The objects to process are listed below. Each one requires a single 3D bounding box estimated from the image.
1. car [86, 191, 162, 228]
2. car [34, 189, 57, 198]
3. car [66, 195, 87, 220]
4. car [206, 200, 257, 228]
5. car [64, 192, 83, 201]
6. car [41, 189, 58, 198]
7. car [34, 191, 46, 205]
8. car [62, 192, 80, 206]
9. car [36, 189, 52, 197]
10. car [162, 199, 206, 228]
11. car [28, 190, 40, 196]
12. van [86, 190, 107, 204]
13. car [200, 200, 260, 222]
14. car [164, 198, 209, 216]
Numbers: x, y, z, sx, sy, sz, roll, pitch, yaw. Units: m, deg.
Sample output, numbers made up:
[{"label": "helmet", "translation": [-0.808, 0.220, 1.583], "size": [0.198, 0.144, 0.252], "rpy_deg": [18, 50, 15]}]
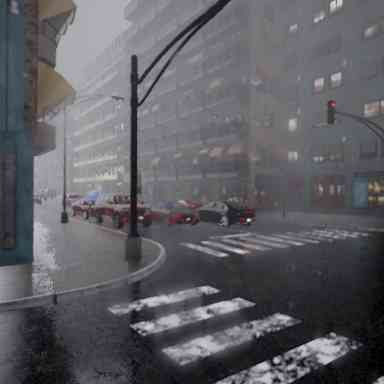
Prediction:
[{"label": "car", "translation": [-4.143, 1.019, 19.618], "size": [2.192, 1.841, 5.009], "rpy_deg": [1, 0, -36]}, {"label": "car", "translation": [-21.504, 0.378, 48.367], "size": [1.812, 1.442, 4.674], "rpy_deg": [0, 1, -36]}, {"label": "car", "translation": [-7.400, 1.169, 24.142], "size": [1.887, 1.381, 4.507], "rpy_deg": [1, 0, -36]}, {"label": "car", "translation": [1.840, 1.290, 20.578], "size": [1.837, 1.490, 4.892], "rpy_deg": [-1, 1, -34]}, {"label": "car", "translation": [-20.074, 0.740, 56.143], "size": [1.887, 1.381, 4.507], "rpy_deg": [1, 0, -36]}, {"label": "car", "translation": [-29.820, 0.271, 69.714], "size": [2.192, 1.841, 5.009], "rpy_deg": [1, 0, -36]}, {"label": "car", "translation": [-20.402, 0.869, 42.237], "size": [1.947, 1.339, 4.313], "rpy_deg": [1, 0, -36]}, {"label": "car", "translation": [-12.600, 0.985, 35.812], "size": [1.812, 1.442, 4.674], "rpy_deg": [0, 1, -36]}, {"label": "car", "translation": [-33.070, 0.191, 74.238], "size": [2.192, 1.841, 5.009], "rpy_deg": [1, 0, -36]}, {"label": "car", "translation": [-1.366, 1.300, 20.161], "size": [1.994, 1.385, 4.181], "rpy_deg": [0, 1, -36]}, {"label": "car", "translation": [-39.676, 0.240, 83.423], "size": [1.752, 1.417, 4.829], "rpy_deg": [1, 0, -36]}, {"label": "van", "translation": [-13.569, 0.697, 47.096], "size": [1.690, 1.788, 3.998], "rpy_deg": [1, 0, -36]}, {"label": "car", "translation": [2.678, 1.324, 24.476], "size": [1.947, 1.339, 4.313], "rpy_deg": [1, 0, -36]}, {"label": "car", "translation": [-0.572, 1.259, 29.000], "size": [1.802, 1.307, 4.206], "rpy_deg": [1, 0, -36]}]
